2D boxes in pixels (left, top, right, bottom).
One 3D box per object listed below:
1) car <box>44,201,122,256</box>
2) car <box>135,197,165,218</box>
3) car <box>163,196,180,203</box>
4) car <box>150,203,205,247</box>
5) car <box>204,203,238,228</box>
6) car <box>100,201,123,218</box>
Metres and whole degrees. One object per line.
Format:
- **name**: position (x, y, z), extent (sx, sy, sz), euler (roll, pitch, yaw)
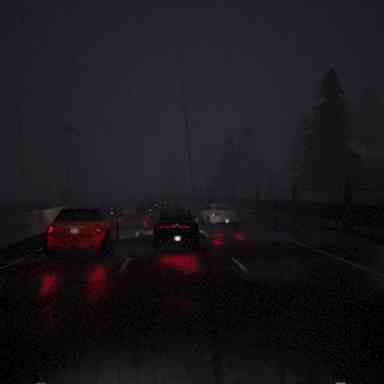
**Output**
- **car**: position (-4.148, 1.317, 13.243), extent (2.097, 1.767, 4.553), euler (0, 0, -6)
- **car**: position (-4.452, 1.405, 32.512), extent (2.128, 1.511, 4.902), euler (0, 0, -16)
- **car**: position (-2.832, 1.248, 38.704), extent (2.097, 1.767, 4.553), euler (0, 0, -19)
- **car**: position (-0.800, 1.465, 14.794), extent (1.837, 1.490, 4.892), euler (0, 0, -6)
- **car**: position (1.675, 1.467, 21.921), extent (1.812, 1.442, 4.674), euler (0, 0, -10)
- **car**: position (-7.563, 1.519, 30.843), extent (1.895, 1.301, 4.718), euler (0, 0, -16)
